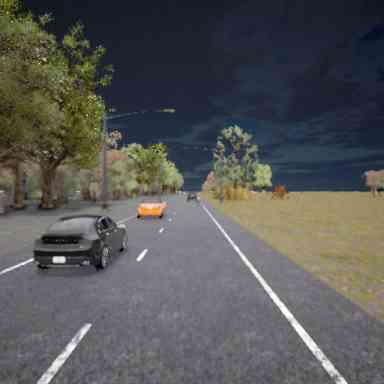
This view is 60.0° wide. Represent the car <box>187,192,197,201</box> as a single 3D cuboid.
[{"bbox_3d":[-0.004,1.065,75.183,2.150,2.045,5.566,0,0,0],"label":"car"}]

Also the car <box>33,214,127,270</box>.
[{"bbox_3d":[-3.400,1.482,10.927,1.837,1.490,4.892,0,0,0],"label":"car"}]

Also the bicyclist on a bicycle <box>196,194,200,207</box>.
[{"bbox_3d":[0.950,1.336,48.340,0.866,1.612,1.509,0,0,0],"label":"bicyclist on a bicycle"}]

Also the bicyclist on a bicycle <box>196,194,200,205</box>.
[{"bbox_3d":[0.959,1.252,57.196,0.659,1.776,1.843,0,0,0],"label":"bicyclist on a bicycle"}]

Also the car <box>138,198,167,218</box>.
[{"bbox_3d":[-3.405,1.291,29.097,2.097,1.767,4.553,0,0,0],"label":"car"}]
